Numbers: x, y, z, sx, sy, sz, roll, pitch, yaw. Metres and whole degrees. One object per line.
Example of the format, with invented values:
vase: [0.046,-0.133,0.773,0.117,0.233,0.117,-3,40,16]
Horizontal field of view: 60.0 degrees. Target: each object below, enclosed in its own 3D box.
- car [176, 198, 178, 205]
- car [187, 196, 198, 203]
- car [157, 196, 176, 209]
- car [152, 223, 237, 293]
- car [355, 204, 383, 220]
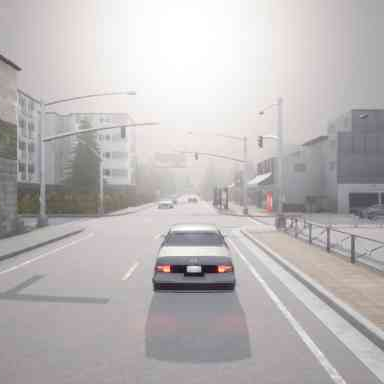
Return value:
car: [-3.557,1.505,59.276,1.837,1.490,4.892,0,0,0]
car: [0.122,1.526,68.876,1.812,1.442,4.674,0,0,0]
car: [-3.584,1.526,45.894,1.812,1.442,4.674,0,0,0]
car: [0.062,1.547,8.990,2.033,1.411,5.357,0,0,1]
car: [16.724,1.740,29.382,4.181,1.385,1.994,0,0,0]
